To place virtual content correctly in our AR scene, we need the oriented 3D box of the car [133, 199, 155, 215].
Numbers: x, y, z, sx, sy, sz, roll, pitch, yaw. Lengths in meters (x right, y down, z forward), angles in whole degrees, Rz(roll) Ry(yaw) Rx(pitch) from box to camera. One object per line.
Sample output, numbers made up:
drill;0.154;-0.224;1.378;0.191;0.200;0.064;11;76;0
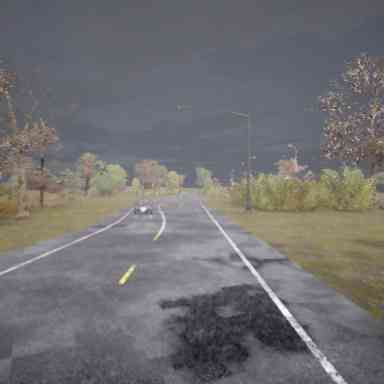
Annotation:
car;-4.845;1.461;33.521;2.128;1.511;4.902;0;0;-7
